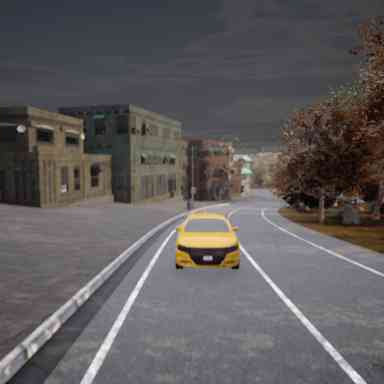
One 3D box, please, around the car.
[{"bbox_3d":[0.488,1.502,11.378,1.882,1.535,5.008,0,0,2],"label":"car"}]
